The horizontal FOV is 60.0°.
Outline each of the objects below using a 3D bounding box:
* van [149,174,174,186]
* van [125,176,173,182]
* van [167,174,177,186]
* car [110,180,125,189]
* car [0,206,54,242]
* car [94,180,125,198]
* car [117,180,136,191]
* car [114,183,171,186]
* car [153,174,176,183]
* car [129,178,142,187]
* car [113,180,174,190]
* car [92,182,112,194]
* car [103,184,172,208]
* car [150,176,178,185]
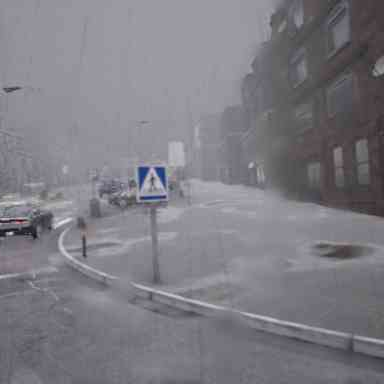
[{"bbox_3d":[-5.954,-2.375,64.686,4.442,1.987,1.878,-4,5,-21],"label":"van"},{"bbox_3d":[-4.849,-0.448,37.451,4.442,1.987,1.878,-4,4,-21],"label":"van"},{"bbox_3d":[-5.543,-1.959,58.708,4.442,1.987,1.878,-4,4,-21],"label":"van"},{"bbox_3d":[-14.018,-1.504,62.831,1.994,1.385,4.181,-3,4,-2],"label":"car"},{"bbox_3d":[-8.421,1.477,16.958,2.128,1.511,4.902,-3,4,-11],"label":"car"},{"bbox_3d":[-9.980,-0.478,41.056,2.150,2.045,5.566,-3,4,-1],"label":"car"},{"bbox_3d":[-10.481,-1.106,53.780,2.128,1.511,4.902,-3,4,-2],"label":"car"},{"bbox_3d":[-4.747,0.256,31.351,4.674,1.452,2.002,-4,5,-21],"label":"car"},{"bbox_3d":[-6.115,-2.930,73.867,4.553,1.767,2.185,-4,5,-22],"label":"car"},{"bbox_3d":[-10.805,-1.785,63.816,1.812,1.442,4.674,-3,4,-2],"label":"car"},{"bbox_3d":[-5.021,0.009,34.315,5.366,1.575,1.946,-4,5,-21],"label":"car"},{"bbox_3d":[-13.510,-0.660,50.337,1.812,1.442,4.674,-3,4,-2],"label":"car"},{"bbox_3d":[-4.660,0.433,28.315,4.892,1.521,2.231,-4,4,-21],"label":"car"},{"bbox_3d":[-5.765,-2.389,67.861,5.366,1.575,1.946,-4,4,-21],"label":"car"}]
